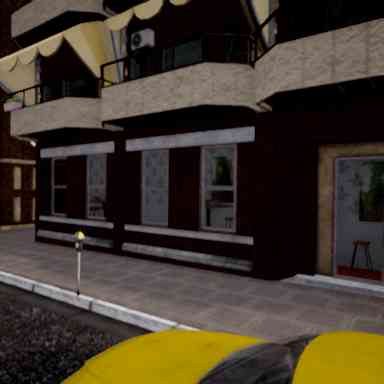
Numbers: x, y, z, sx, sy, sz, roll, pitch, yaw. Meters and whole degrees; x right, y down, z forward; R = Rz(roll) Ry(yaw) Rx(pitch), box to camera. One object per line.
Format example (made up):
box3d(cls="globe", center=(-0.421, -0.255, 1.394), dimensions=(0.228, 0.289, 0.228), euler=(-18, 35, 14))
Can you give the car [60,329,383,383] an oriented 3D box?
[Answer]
box3d(cls="car", center=(1.030, 1.525, 1.975), dimensions=(4.829, 1.417, 1.752), euler=(0, 1, 35))
